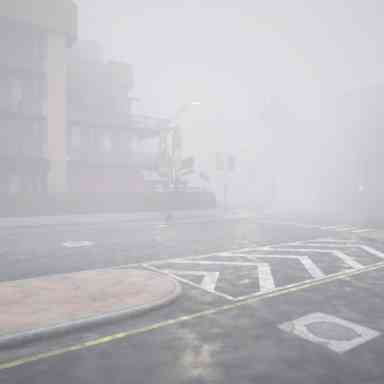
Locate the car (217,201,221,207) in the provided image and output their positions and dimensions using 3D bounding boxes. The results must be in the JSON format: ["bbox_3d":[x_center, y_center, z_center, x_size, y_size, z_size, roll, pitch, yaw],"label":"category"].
[{"bbox_3d":[2.165,1.491,48.636,2.128,1.511,4.902,0,0,-35],"label":"car"}]
